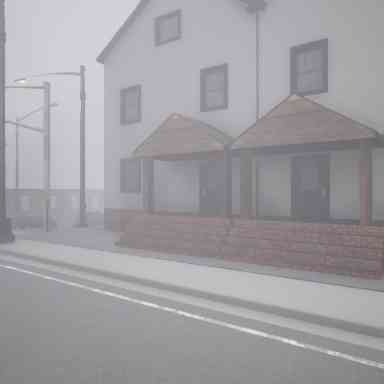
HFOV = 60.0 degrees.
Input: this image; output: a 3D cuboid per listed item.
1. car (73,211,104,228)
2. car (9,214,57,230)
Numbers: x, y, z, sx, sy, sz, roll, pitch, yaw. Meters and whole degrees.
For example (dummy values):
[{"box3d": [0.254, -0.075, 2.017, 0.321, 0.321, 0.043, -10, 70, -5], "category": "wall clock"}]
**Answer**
[{"box3d": [-8.302, 2.988, 30.928, 2.150, 2.045, 5.566, 0, -8, 35], "category": "car"}, {"box3d": [-14.074, 2.655, 29.325, 1.994, 1.385, 4.181, 0, -9, 36], "category": "car"}]
